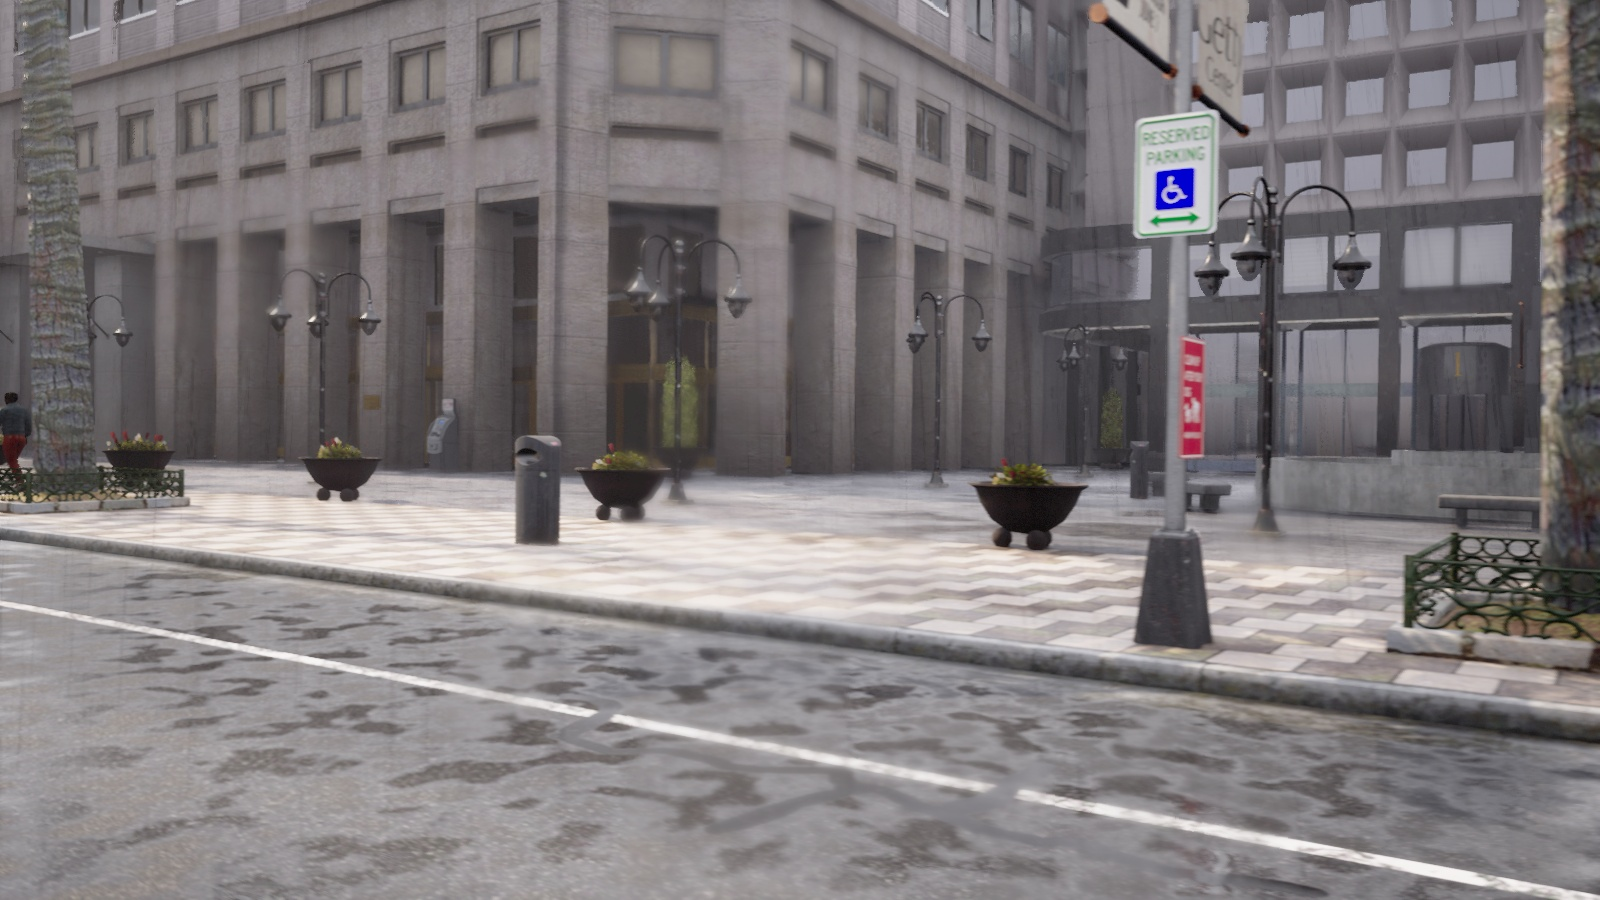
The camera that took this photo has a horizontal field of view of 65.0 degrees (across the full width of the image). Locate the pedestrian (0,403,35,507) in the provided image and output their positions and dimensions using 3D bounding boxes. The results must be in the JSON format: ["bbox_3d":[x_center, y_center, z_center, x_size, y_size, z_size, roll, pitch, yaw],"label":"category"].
[{"bbox_3d":[-14.204,0.082,22.667,0.614,1.847,0.353,0,1,24],"label":"pedestrian"}]
